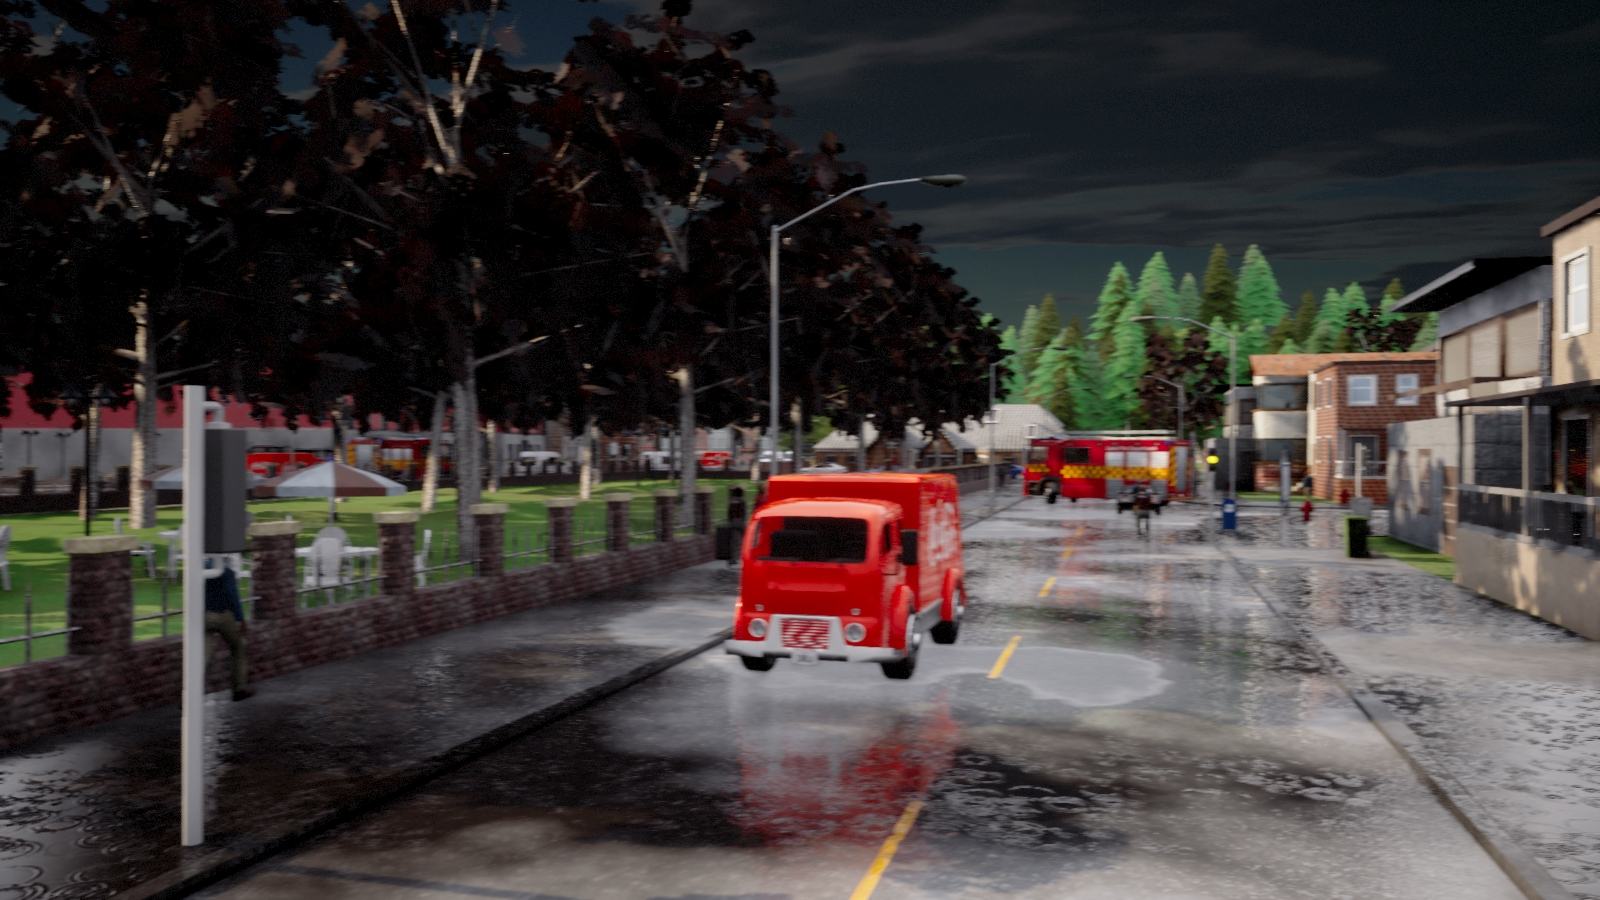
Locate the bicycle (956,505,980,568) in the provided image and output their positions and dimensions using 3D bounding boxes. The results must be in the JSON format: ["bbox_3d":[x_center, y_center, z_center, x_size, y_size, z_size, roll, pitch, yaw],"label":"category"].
[{"bbox_3d":[3.830,1.942,25.985,0.373,1.296,1.643,0,0,14],"label":"bicycle"}]

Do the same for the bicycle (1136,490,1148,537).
[{"bbox_3d":[10.627,1.966,35.478,0.329,1.271,1.835,0,3,16],"label":"bicycle"}]

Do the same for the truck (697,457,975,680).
[{"bbox_3d":[0.759,1.345,15.676,2.627,2.467,5.204,0,0,16],"label":"truck"}]

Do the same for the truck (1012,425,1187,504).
[{"bbox_3d":[15.442,0.711,59.404,8.468,3.827,2.891,0,0,44],"label":"truck"}]

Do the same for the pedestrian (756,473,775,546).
[{"bbox_3d":[-0.880,1.512,29.209,0.375,1.860,0.375,0,0,18],"label":"pedestrian"}]

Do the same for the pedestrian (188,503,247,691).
[{"bbox_3d":[-5.959,1.488,11.686,0.375,1.860,0.375,0,0,16],"label":"pedestrian"}]

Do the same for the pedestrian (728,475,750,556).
[{"bbox_3d":[-1.408,1.510,26.442,0.375,1.860,0.375,0,0,28],"label":"pedestrian"}]

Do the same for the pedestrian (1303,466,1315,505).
[{"bbox_3d":[24.697,1.706,55.450,0.375,1.860,0.375,0,0,-9],"label":"pedestrian"}]

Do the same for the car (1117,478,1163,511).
[{"bbox_3d":[15.356,1.978,51.687,1.895,1.301,4.718,0,0,16],"label":"car"}]

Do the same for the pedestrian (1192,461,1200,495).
[{"bbox_3d":[22.360,1.582,64.520,0.375,1.860,0.375,0,0,33],"label":"pedestrian"}]
